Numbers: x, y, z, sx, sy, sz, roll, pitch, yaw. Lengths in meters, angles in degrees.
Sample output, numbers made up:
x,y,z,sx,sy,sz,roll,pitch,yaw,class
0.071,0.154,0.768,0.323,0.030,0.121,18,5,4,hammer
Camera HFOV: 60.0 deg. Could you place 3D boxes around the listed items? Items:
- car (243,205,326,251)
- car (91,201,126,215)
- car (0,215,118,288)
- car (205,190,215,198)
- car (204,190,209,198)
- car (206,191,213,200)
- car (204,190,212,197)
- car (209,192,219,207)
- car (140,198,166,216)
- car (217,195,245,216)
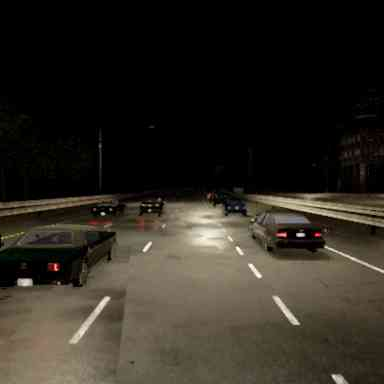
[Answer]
x,y,z,sx,sy,sz,roll,pitch,yaw,class
3.599,1.453,13.526,2.033,1.411,5.357,0,0,0,car
-6.863,1.368,27.928,1.895,1.301,4.718,0,1,0,car
-3.405,1.541,9.028,1.895,1.301,4.718,0,0,0,car
3.980,0.487,75.913,2.097,1.767,4.553,0,1,1,car
3.835,0.688,64.953,2.097,1.767,4.553,0,1,1,car
3.716,0.970,54.016,1.837,1.490,4.892,0,1,1,car
4.154,0.324,87.102,1.801,1.575,5.366,0,1,1,car
3.623,1.098,43.045,1.837,1.490,4.892,0,1,0,car
-3.357,1.246,29.039,2.128,1.511,4.902,0,1,0,car
3.642,1.299,29.315,2.033,1.411,5.357,0,1,0,car
